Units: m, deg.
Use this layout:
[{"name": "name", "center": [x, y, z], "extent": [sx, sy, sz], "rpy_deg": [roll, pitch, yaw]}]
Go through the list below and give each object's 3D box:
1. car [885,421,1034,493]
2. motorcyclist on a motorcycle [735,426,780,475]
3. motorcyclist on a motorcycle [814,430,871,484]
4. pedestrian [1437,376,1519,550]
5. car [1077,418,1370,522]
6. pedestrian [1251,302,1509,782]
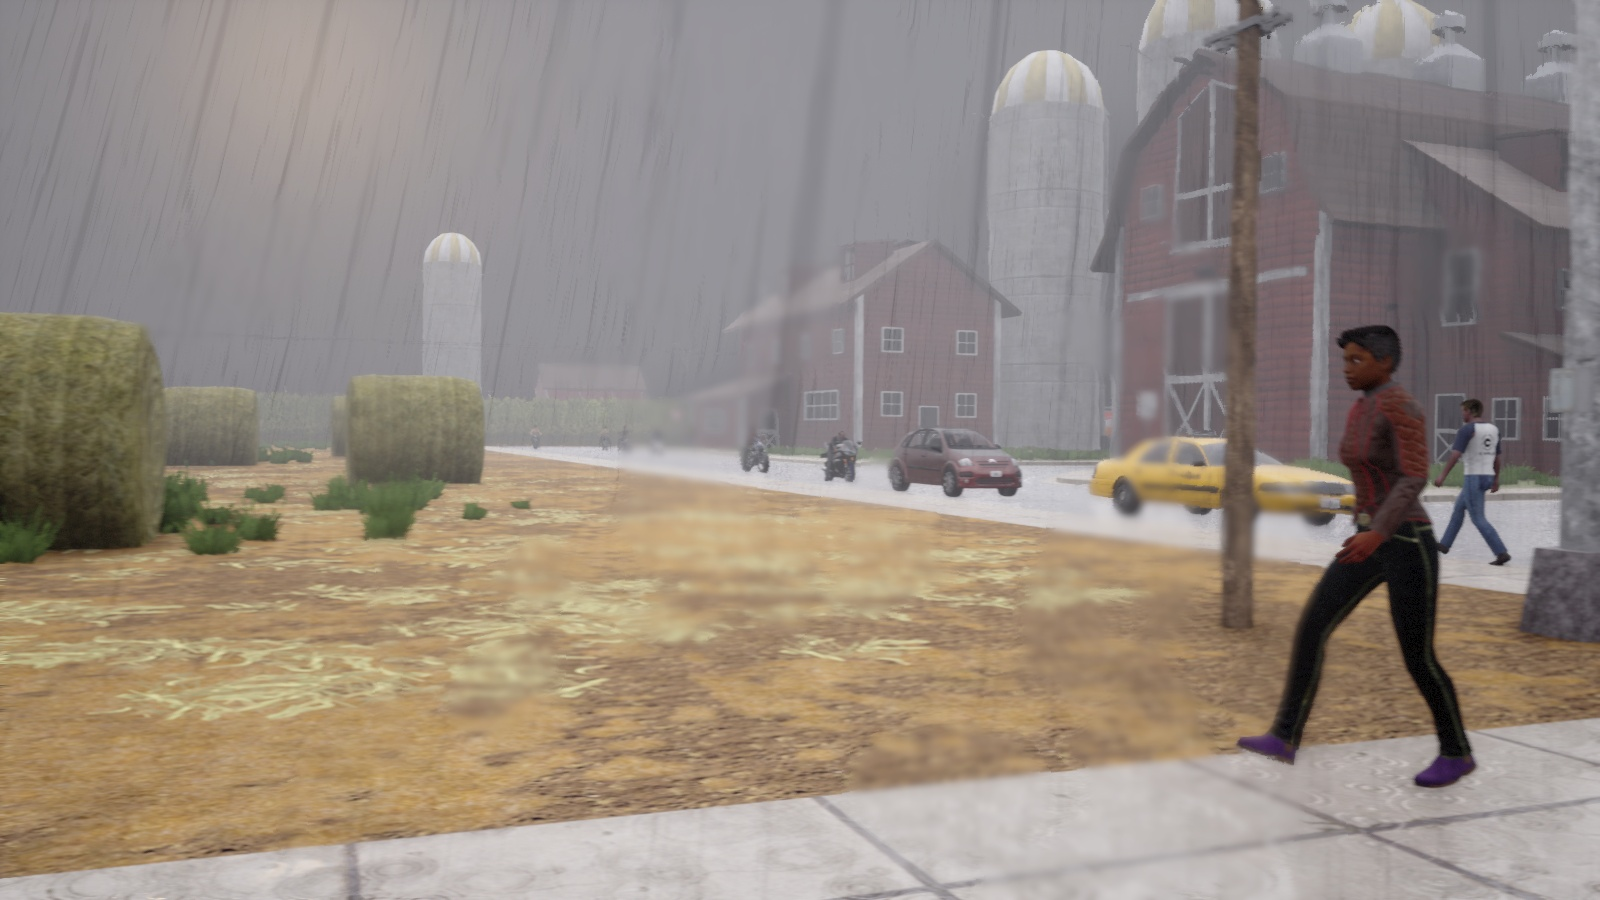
[{"name": "car", "center": [3.780, 0.133, 30.457], "extent": [1.851, 1.617, 3.988], "rpy_deg": [-1, 1, -22]}, {"name": "motorcyclist on a motorcycle", "center": [-1.497, 0.009, 43.622], "extent": [0.766, 1.649, 2.350], "rpy_deg": [-1, 1, -22]}, {"name": "motorcyclist on a motorcycle", "center": [1.228, 0.193, 36.832], "extent": [0.866, 1.530, 2.191], "rpy_deg": [-1, 1, -22]}, {"name": "pedestrian", "center": [7.348, 0.132, 13.631], "extent": [0.354, 1.836, 0.706], "rpy_deg": [-1, 1, -25]}, {"name": "car", "center": [7.168, 0.271, 22.000], "extent": [1.801, 1.575, 5.366], "rpy_deg": [-1, 1, -22]}, {"name": "pedestrian", "center": [2.267, 0.340, 4.931], "extent": [0.869, 1.805, 0.328], "rpy_deg": [-1, 1, -6]}]
